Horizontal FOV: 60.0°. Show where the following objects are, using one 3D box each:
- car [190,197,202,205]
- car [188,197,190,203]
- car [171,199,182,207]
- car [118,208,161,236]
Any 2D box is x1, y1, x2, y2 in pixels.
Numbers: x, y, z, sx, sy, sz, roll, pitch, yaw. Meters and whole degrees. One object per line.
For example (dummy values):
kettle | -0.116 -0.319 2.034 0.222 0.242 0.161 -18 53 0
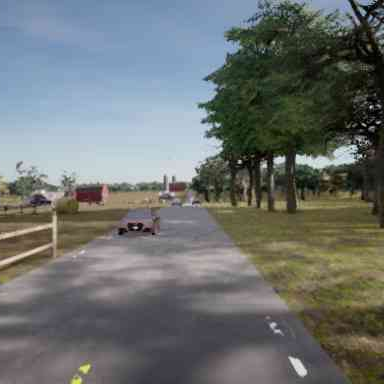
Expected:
car | 0.988 2.127 71.576 1.837 1.490 4.892 0 -1 0
car | 0.032 2.378 90.197 1.812 1.442 4.674 0 -1 0
car | -2.764 1.952 60.797 1.812 1.442 4.674 0 -1 1
car | -2.840 1.614 18.666 1.994 1.385 4.181 0 0 0
